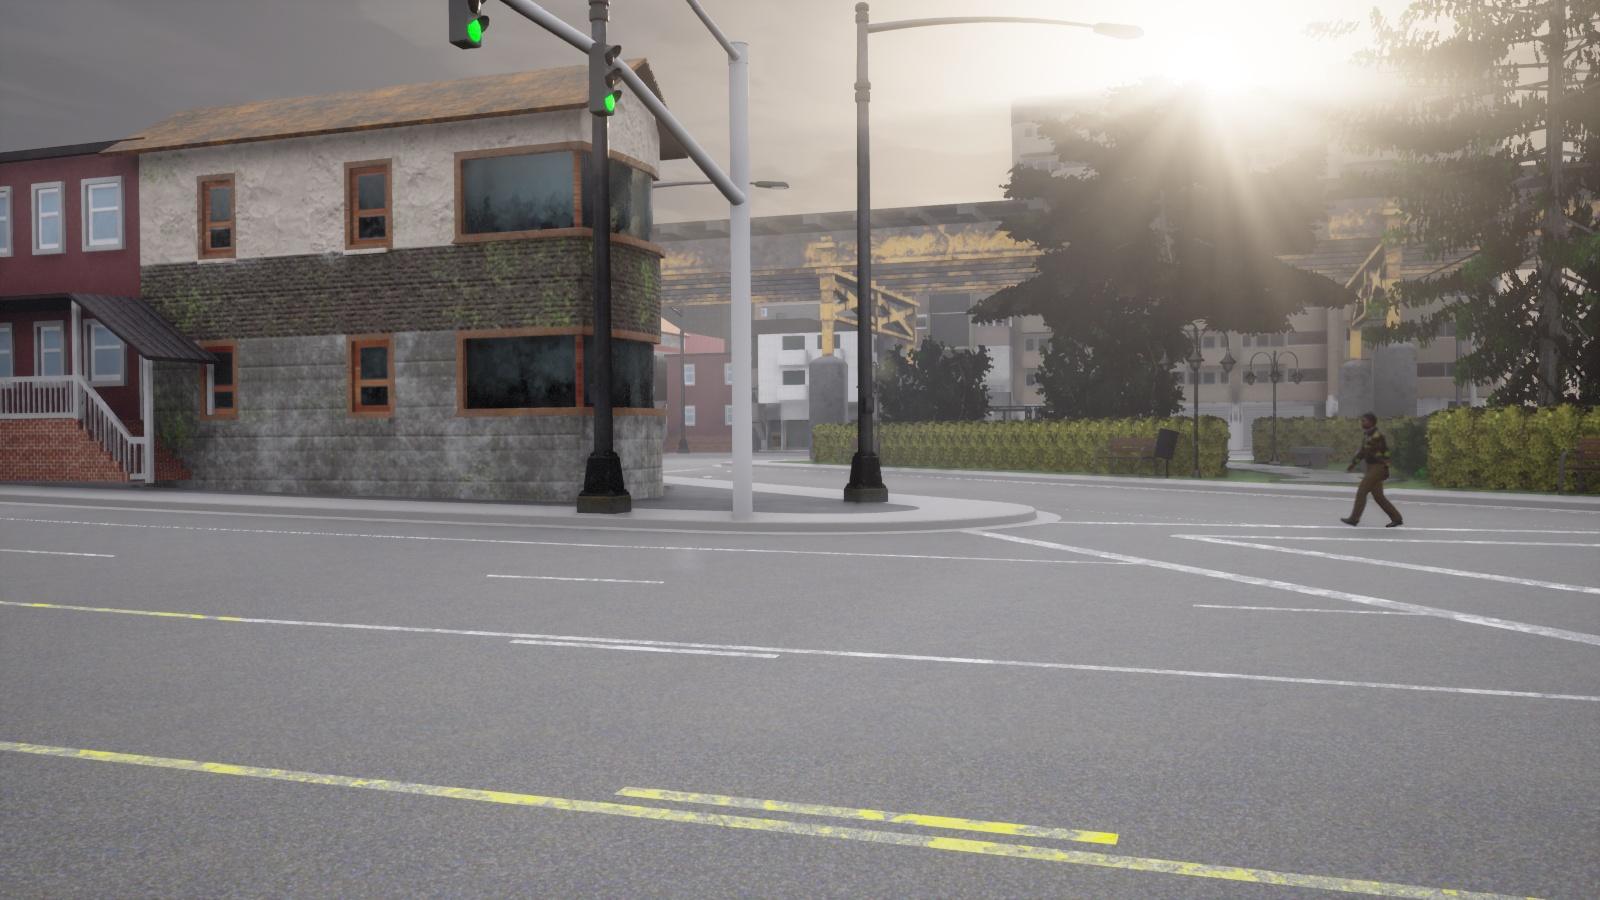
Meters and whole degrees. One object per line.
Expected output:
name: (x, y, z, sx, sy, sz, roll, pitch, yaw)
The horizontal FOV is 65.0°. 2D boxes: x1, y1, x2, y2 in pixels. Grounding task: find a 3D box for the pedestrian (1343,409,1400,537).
pedestrian: (8.762, 0.346, 19.276, 0.692, 1.930, 0.395, 0, 1, 5)
